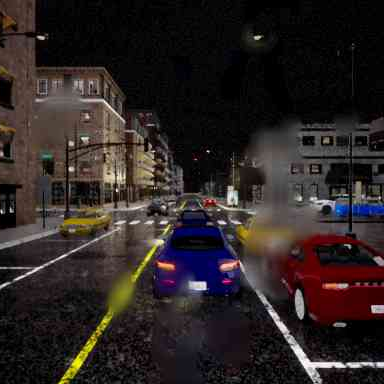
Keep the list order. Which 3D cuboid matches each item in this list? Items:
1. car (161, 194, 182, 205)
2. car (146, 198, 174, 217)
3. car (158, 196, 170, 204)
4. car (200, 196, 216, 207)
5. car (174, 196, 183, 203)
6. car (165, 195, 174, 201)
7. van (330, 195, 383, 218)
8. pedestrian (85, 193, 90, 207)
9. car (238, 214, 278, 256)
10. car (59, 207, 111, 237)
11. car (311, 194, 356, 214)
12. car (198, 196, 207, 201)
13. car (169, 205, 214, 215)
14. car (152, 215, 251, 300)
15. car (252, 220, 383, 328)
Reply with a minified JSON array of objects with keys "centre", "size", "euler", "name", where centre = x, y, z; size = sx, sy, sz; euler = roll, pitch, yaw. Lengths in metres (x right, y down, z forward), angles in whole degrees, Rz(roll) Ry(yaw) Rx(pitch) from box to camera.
[{"centre":[-3.106,1.513,50.283],"size":[2.128,1.511,4.902],"euler":[0,0,0],"name":"car"},{"centre":[-3.102,1.563,31.429],"size":[2.033,1.411,5.357],"euler":[0,0,0],"name":"car"},{"centre":[-5.710,1.594,67.942],"size":[2.008,1.369,4.403],"euler":[0,0,0],"name":"car"},{"centre":[2.673,1.462,50.866],"size":[1.967,1.590,4.097],"euler":[0,0,0],"name":"car"},{"centre":[-3.016,1.604,74.584],"size":[1.994,1.385,4.181],"euler":[0,0,0],"name":"car"},{"centre":[-5.715,1.596,84.862],"size":[1.752,1.417,4.829],"euler":[0,0,0],"name":"car"},{"centre":[14.652,1.413,29.163],"size":[3.998,1.788,1.690],"euler":[0,0,0],"name":"van"},{"centre":[-12.639,1.079,40.276],"size":[0.375,1.860,0.375],"euler":[0,0,0],"name":"pedestrian"},{"centre":[2.683,1.526,12.867],"size":[1.752,1.417,4.829],"euler":[0,0,0],"name":"car"},{"centre":[-5.700,1.527,18.226],"size":[1.752,1.417,4.829],"euler":[0,0,0],"name":"car"},{"centre":[15.477,1.256,34.957],"size":[5.566,2.045,2.150],"euler":[0,0,0],"name":"car"},{"centre":[2.666,1.622,85.046],"size":[2.008,1.369,4.403],"euler":[-1,0,0],"name":"car"},{"centre":[0.097,1.565,16.976],"size":[1.994,1.385,4.181],"euler":[0,0,0],"name":"car"},{"centre":[0.102,1.525,8.283],"size":[1.812,1.442,4.674],"euler":[0,0,0],"name":"car"},{"centre":[2.684,1.544,7.000],"size":[1.887,1.381,4.507],"euler":[0,0,0],"name":"car"}]
